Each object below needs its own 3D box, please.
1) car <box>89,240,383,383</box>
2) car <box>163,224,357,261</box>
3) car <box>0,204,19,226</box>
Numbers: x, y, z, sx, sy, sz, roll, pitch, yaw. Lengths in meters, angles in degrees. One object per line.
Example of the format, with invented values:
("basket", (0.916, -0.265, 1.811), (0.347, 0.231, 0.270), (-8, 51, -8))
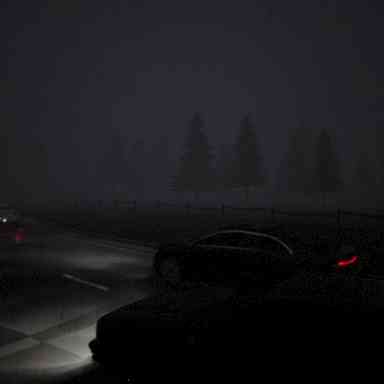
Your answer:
("car", (1.347, 1.550, 3.101), (5.357, 1.411, 2.033), (0, 0, 37))
("car", (1.206, 1.496, 7.683), (4.902, 1.511, 2.128), (0, 0, 38))
("car", (-13.139, 1.531, 22.669), (1.812, 1.442, 4.674), (0, 0, -39))
